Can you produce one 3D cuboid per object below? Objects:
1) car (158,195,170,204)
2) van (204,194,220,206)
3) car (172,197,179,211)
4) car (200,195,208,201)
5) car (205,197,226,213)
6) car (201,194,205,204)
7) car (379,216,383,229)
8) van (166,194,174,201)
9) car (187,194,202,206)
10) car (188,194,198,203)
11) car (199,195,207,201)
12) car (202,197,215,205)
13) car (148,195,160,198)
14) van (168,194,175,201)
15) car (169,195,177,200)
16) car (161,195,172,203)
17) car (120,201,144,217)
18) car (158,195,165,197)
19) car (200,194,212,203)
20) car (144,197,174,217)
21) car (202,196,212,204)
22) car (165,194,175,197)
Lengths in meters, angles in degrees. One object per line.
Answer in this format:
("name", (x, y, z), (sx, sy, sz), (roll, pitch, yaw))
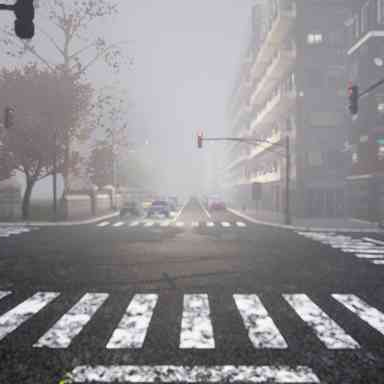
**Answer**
("car", (-5.483, 1.440, 65.156), (1.967, 1.590, 4.097), (0, 0, 0))
("van", (2.827, 1.329, 42.608), (1.690, 1.788, 3.998), (0, 0, 0))
("car", (-2.965, 1.588, 40.691), (1.895, 1.301, 4.718), (0, 0, 0))
("car", (2.950, 1.564, 82.019), (1.887, 1.381, 4.507), (0, 0, 0))
("car", (2.809, 1.531, 36.977), (1.887, 1.381, 4.507), (0, 0, 0))
("car", (2.862, 1.433, 53.868), (1.967, 1.590, 4.097), (0, 0, 0))
("car", (13.525, 1.587, 18.991), (5.009, 1.841, 2.192), (1, -1, 0))
("van", (-5.430, 1.360, 82.045), (1.690, 1.788, 3.998), (0, 0, 0))
("car", (0.270, 1.518, 53.789), (1.812, 1.442, 4.674), (0, 0, 0))
("car", (0.237, 1.361, 71.869), (2.097, 1.767, 4.553), (0, 0, 0))
("car", (2.969, 1.467, 87.648), (1.967, 1.590, 4.097), (0, 0, 0))
("car", (2.879, 1.547, 59.498), (2.008, 1.369, 4.403), (0, 0, 0))
("car", (-5.554, 1.512, 42.465), (1.752, 1.417, 4.829), (0, 0, 0))
("van", (-5.411, 1.368, 87.675), (1.690, 1.788, 3.998), (0, 0, 0))
("car", (-5.394, 1.587, 93.305), (2.008, 1.369, 4.403), (0, 0, 0))
("car", (-5.464, 1.446, 70.785), (1.967, 1.590, 4.097), (0, 0, 0))
("car", (-5.589, 1.552, 31.373), (1.947, 1.339, 4.313), (0, 0, 0))
("car", (-5.536, 1.304, 48.265), (2.192, 1.841, 5.009), (0, 0, 0))
("car", (2.916, 1.321, 70.758), (2.192, 1.841, 5.009), (0, 0, 0))
("car", (-2.997, 1.512, 30.767), (1.812, 1.442, 4.674), (0, 0, 0))
("car", (2.897, 1.545, 65.128), (1.887, 1.381, 4.507), (0, 0, 0))
("car", (-2.917, 1.495, 50.882), (1.837, 1.490, 4.892), (0, 0, 0))
